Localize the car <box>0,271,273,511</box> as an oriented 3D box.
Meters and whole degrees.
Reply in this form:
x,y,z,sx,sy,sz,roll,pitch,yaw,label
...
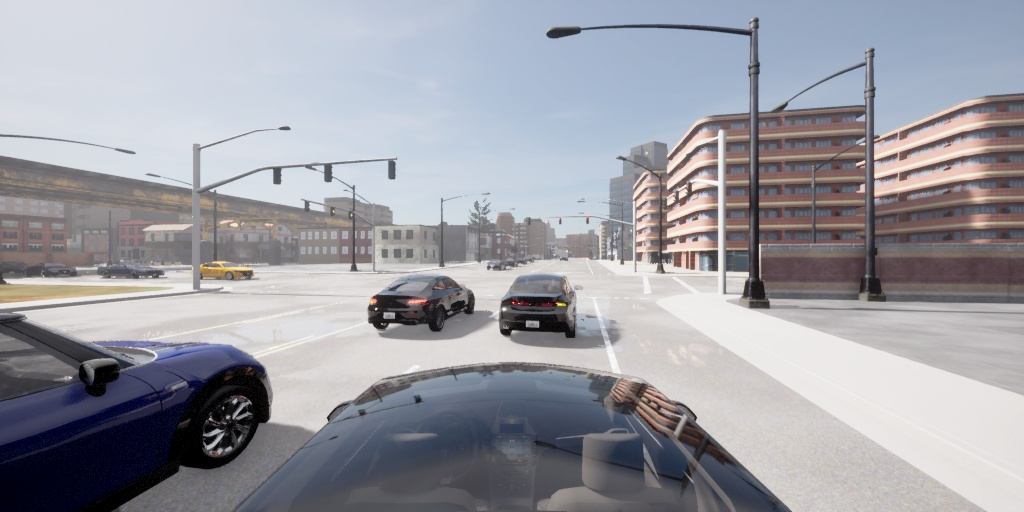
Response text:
x,y,z,sx,sy,sz,roll,pitch,yaw,label
-3.858,1.102,2.146,2.097,1.767,4.553,0,0,6,car

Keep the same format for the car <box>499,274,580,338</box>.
x,y,z,sx,sy,sz,roll,pitch,yaw,label
0.907,1.255,10.284,1.837,1.490,4.892,0,0,11,car

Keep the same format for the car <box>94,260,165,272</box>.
x,y,z,sx,sy,sz,roll,pitch,yaw,label
-34.263,1.297,32.185,5.357,1.411,2.033,0,0,9,car

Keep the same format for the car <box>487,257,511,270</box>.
x,y,z,sx,sy,sz,roll,pitch,yaw,label
-2.042,1.106,48.061,2.128,1.511,4.902,0,1,11,car

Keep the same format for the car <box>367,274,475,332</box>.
x,y,z,sx,sy,sz,roll,pitch,yaw,label
-2.539,1.276,10.924,1.812,1.442,4.674,0,0,11,car

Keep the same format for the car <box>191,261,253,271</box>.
x,y,z,sx,sy,sz,roll,pitch,yaw,label
-24.605,1.228,30.554,5.008,1.535,1.882,0,0,10,car

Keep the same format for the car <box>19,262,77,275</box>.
x,y,z,sx,sy,sz,roll,pitch,yaw,label
-43.983,1.314,34.216,4.181,1.385,1.994,0,0,15,car

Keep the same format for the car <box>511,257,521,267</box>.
x,y,z,sx,sy,sz,roll,pitch,yaw,label
-0.245,0.957,57.338,1.882,1.535,5.008,0,1,11,car
